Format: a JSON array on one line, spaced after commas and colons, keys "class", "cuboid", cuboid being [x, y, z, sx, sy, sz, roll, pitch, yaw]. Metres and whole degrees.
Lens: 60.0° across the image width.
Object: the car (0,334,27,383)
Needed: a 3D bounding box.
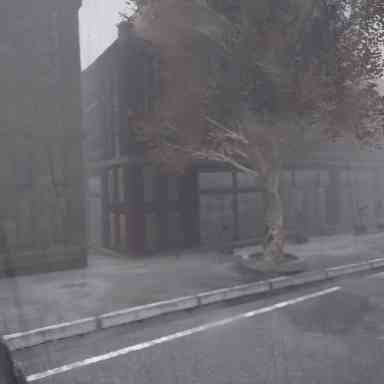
[{"class": "car", "cuboid": [-3.454, 1.547, 1.137, 5.357, 1.411, 2.033, 0, 0, -35]}]
